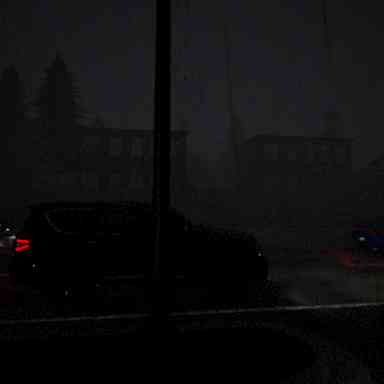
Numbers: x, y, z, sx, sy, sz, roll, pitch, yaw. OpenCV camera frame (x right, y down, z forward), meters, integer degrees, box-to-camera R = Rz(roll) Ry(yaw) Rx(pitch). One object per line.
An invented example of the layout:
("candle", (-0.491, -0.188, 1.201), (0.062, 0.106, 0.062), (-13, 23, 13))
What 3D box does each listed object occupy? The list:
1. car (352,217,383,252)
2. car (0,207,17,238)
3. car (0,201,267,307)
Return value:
("car", (8.860, 1.656, 13.003), (5.008, 1.535, 1.882), (1, 0, -10))
("car", (-12.015, 1.501, 16.620), (5.357, 1.411, 2.033), (1, 0, -9))
("car", (-1.104, 1.250, 7.767), (5.566, 2.045, 2.150), (1, 0, -10))
